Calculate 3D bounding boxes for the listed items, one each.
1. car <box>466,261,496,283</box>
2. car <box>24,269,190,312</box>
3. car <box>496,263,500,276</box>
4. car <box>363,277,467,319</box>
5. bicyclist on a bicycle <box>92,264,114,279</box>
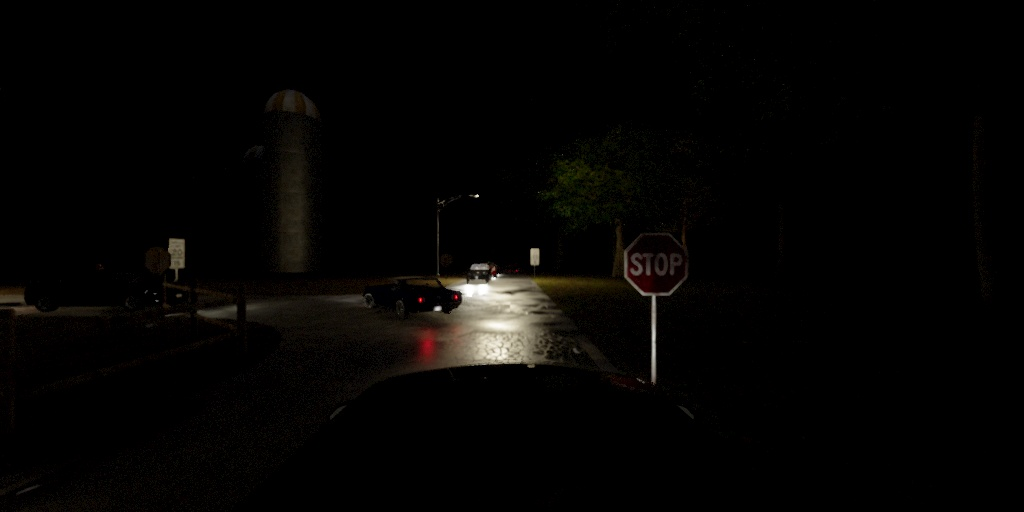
[{"bbox_3d":[-2.800,1.473,30.987,2.128,1.511,4.902,0,-1,0],"label":"car"},{"bbox_3d":[-15.530,1.276,13.954,5.008,1.535,1.882,0,0,-2],"label":"car"},{"bbox_3d":[-2.782,1.445,40.994,2.097,1.767,4.553,0,-1,0],"label":"car"},{"bbox_3d":[-3.879,1.425,13.364,1.895,1.301,4.718,0,0,-41],"label":"car"},{"bbox_3d":[-22.712,1.260,19.843,0.582,1.620,1.656,0,0,0],"label":"bicyclist on a bicycle"}]
